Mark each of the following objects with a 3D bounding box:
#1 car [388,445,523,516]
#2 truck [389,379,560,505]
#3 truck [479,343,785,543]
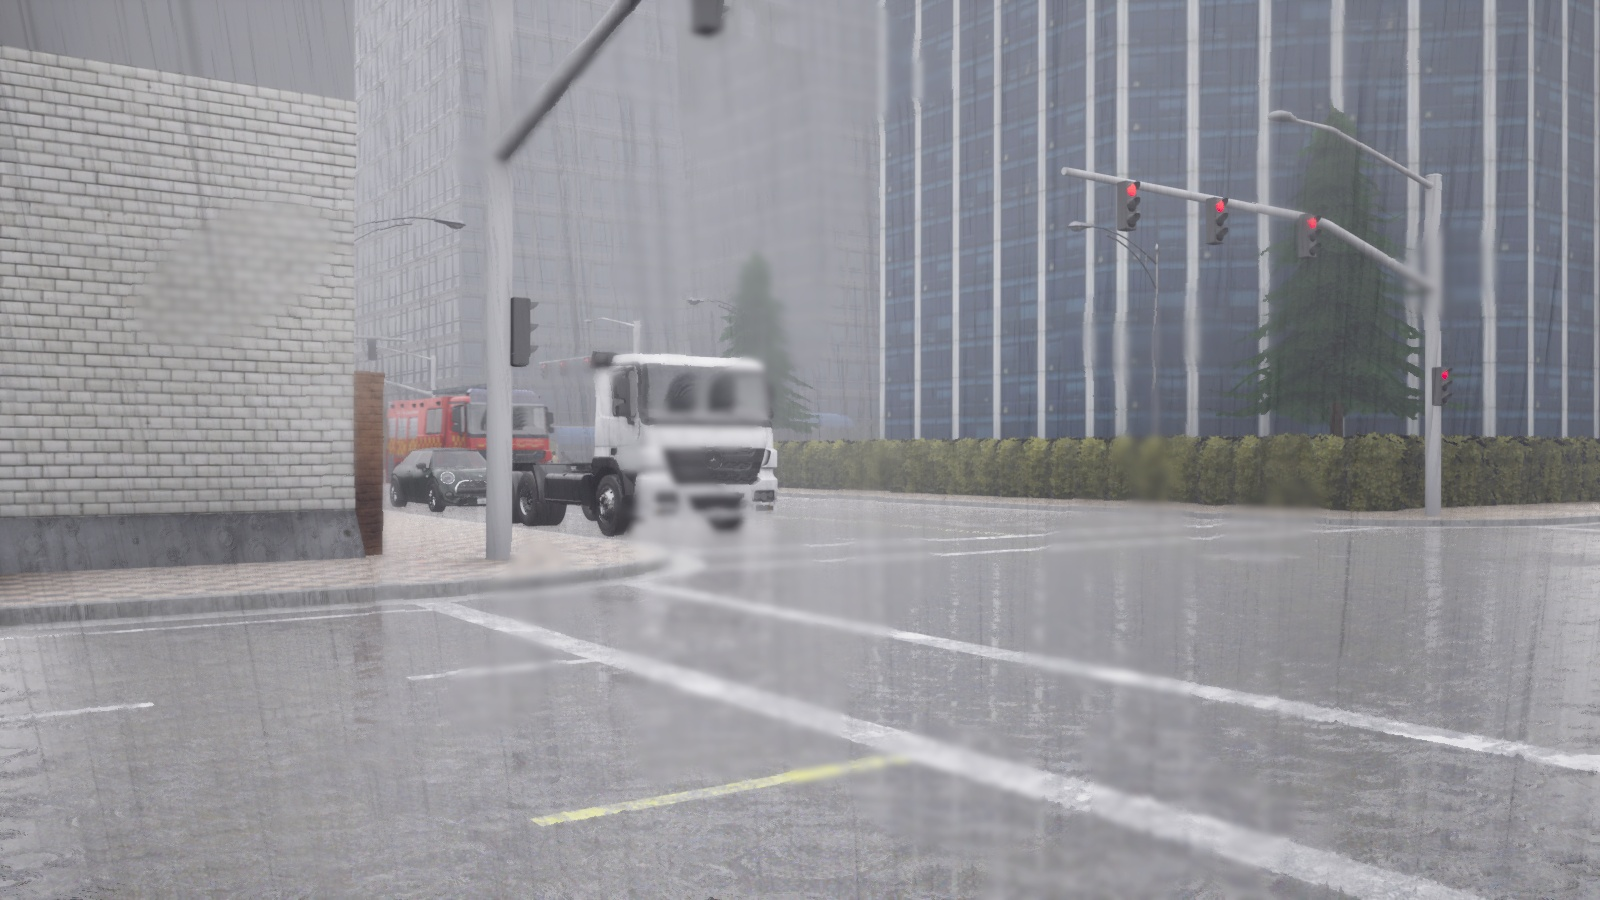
[{"bbox_3d":[-9.337,0.761,33.803,2.097,1.767,4.553,0,0,-35],"label":"car"},{"bbox_3d":[-11.225,-0.236,42.577,2.891,3.827,8.468,0,0,-34],"label":"truck"},{"bbox_3d":[-3.750,-0.110,25.811,2.891,3.462,7.936,0,0,-35],"label":"truck"}]
